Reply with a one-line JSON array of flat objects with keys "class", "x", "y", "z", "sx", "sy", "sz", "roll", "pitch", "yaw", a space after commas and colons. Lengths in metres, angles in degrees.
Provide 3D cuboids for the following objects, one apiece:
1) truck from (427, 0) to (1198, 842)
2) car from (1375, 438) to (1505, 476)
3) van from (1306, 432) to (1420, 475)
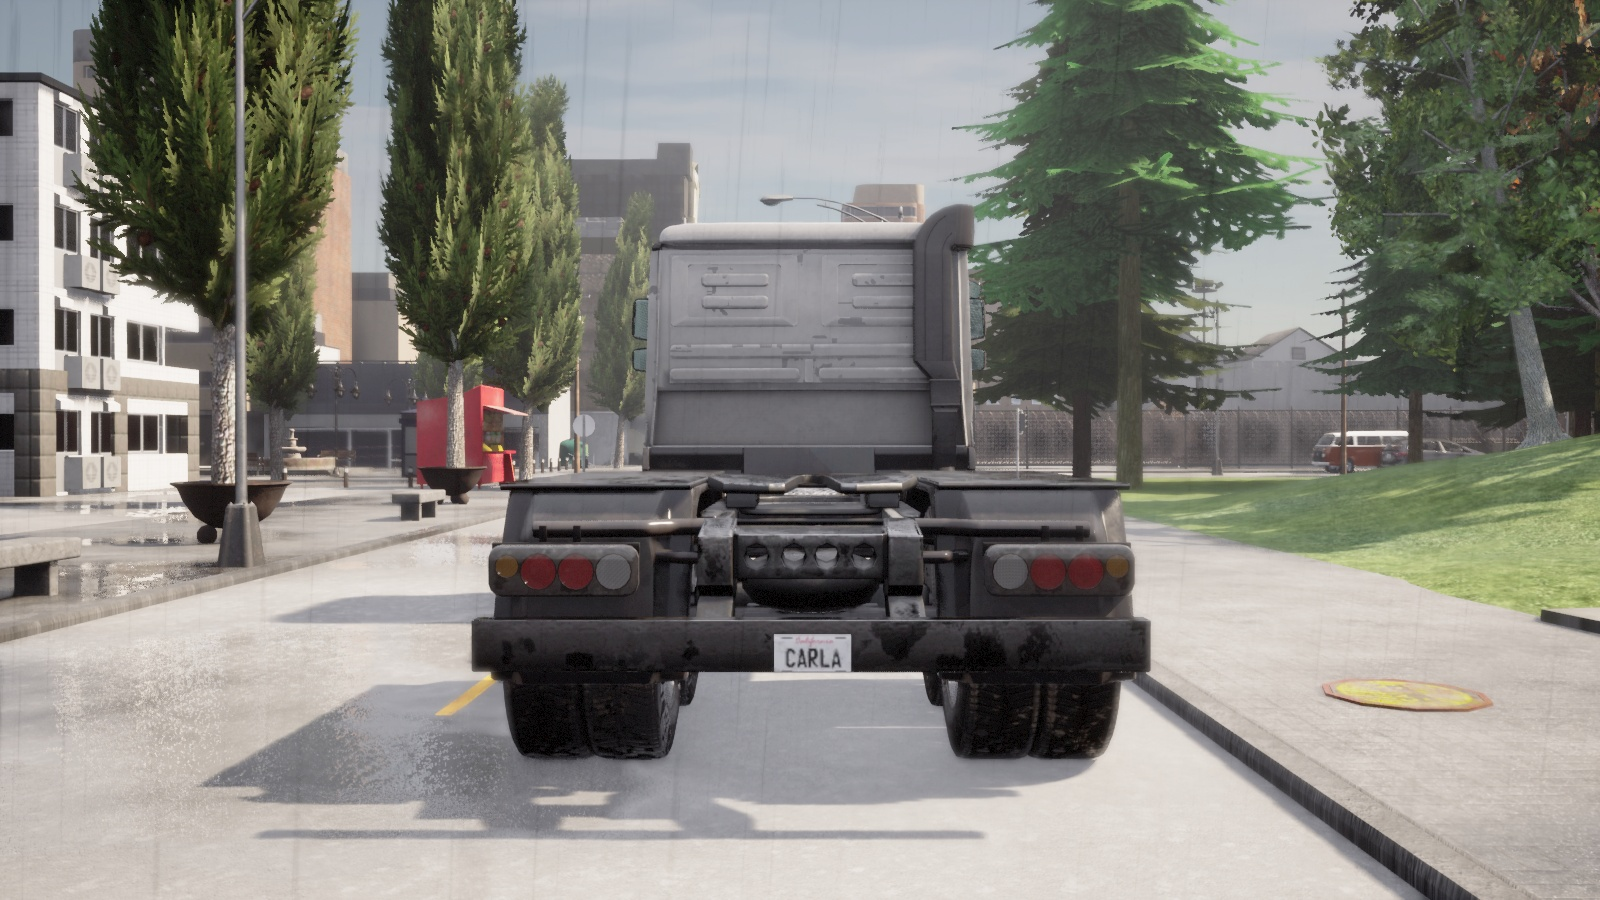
[{"class": "truck", "x": 0.066, "y": -0.284, "z": 8.680, "sx": 2.891, "sy": 3.462, "sz": 7.936, "roll": 0, "pitch": 0, "yaw": 0}, {"class": "car", "x": 28.257, "y": 0.300, "z": 55.584, "sx": 4.611, "sy": 1.667, "sz": 2.242, "roll": 0, "pitch": 0, "yaw": 0}, {"class": "van", "x": 26.683, "y": 0.155, "z": 59.593, "sx": 4.480, "sy": 2.038, "sz": 2.069, "roll": 0, "pitch": 0, "yaw": 0}]
